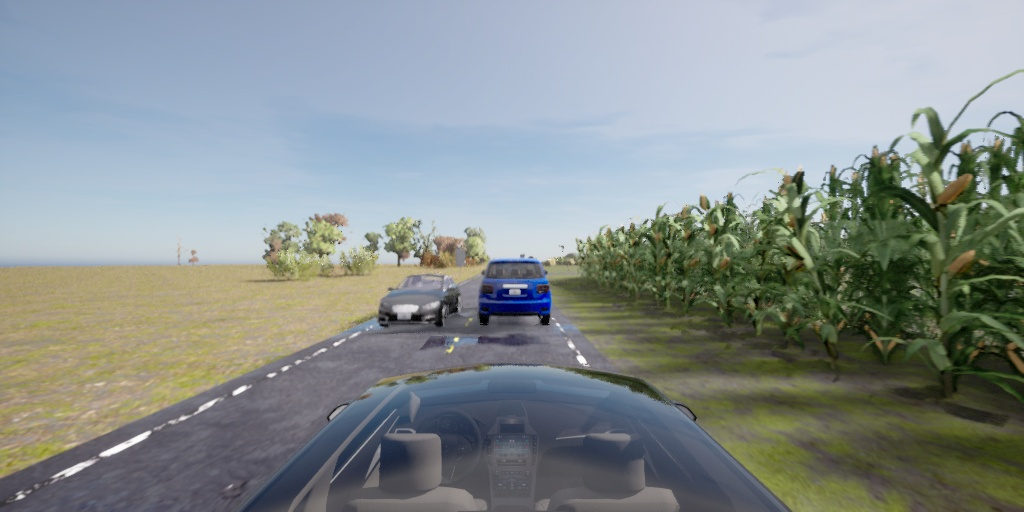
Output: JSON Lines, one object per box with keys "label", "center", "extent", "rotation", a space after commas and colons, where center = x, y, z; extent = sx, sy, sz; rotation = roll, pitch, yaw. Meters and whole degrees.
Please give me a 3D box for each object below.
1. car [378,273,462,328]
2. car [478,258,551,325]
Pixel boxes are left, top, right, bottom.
{"label": "car", "center": [-2.845, 1.348, 11.931], "extent": [2.128, 1.511, 4.902], "rotation": [0, -1, 0]}
{"label": "car", "center": [0.090, 1.087, 12.484], "extent": [2.150, 2.045, 5.566], "rotation": [0, 0, 0]}
